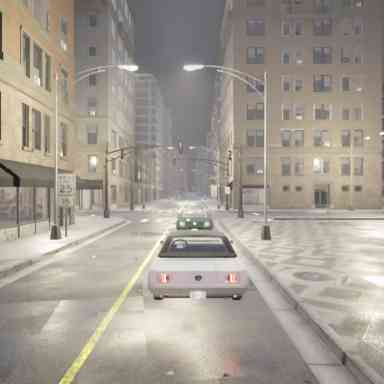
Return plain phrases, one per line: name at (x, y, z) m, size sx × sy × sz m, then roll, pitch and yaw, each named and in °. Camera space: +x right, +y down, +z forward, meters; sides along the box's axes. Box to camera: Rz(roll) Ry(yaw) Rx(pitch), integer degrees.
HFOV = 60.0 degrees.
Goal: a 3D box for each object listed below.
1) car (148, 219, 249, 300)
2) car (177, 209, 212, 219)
car at (0.116, 1.601, 8.316) m, size 1.895 × 1.301 × 4.718 m, roll 0°, pitch 0°, yaw 0°
car at (0.134, 1.600, 18.551) m, size 1.895 × 1.301 × 4.718 m, roll 0°, pitch 0°, yaw 0°
